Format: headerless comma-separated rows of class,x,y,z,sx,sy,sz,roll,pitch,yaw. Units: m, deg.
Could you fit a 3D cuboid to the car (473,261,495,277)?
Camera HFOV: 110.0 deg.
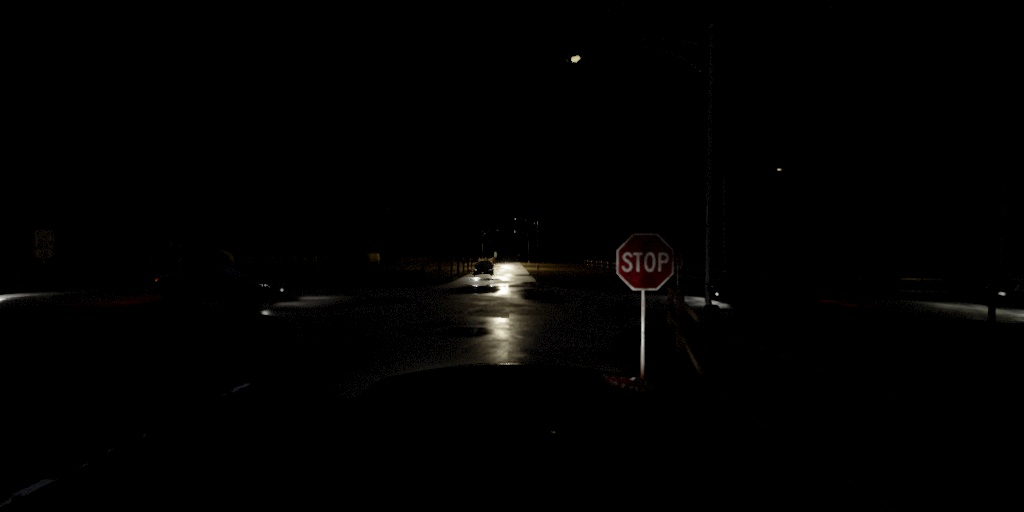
car,-2.704,1.239,35.368,1.812,1.442,4.674,0,0,0

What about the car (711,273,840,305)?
car,12.756,1.538,17.600,5.357,1.411,2.033,1,1,1

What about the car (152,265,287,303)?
car,-11.913,1.096,14.781,4.674,1.442,1.812,1,1,-4

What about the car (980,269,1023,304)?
car,26.849,1.516,17.626,5.566,2.045,2.150,0,1,0
